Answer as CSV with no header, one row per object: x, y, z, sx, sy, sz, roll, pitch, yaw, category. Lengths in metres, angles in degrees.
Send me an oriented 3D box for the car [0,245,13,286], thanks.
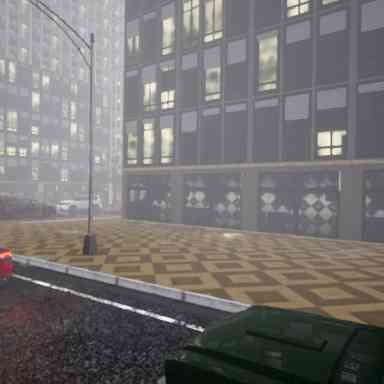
-6.093,1.517,7.998,4.674,1.442,1.812,0,0,35,car

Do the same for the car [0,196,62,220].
-14.831,1.505,29.943,2.192,1.841,5.009,1,0,36,car

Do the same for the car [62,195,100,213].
-13.781,1.401,41.130,2.150,2.045,5.566,1,0,36,car

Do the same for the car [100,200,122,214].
-8.053,1.816,39.169,1.752,1.417,4.829,1,0,36,car

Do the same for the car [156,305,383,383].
2.017,1.601,2.248,4.718,1.301,1.895,0,0,35,car

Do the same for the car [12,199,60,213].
-18.348,1.625,39.311,1.752,1.417,4.829,1,0,36,car
